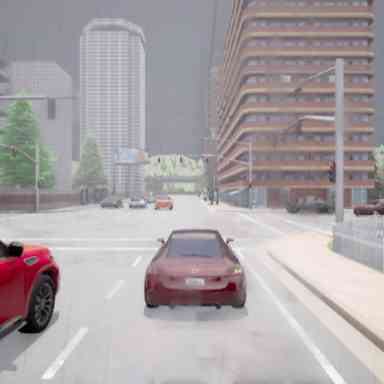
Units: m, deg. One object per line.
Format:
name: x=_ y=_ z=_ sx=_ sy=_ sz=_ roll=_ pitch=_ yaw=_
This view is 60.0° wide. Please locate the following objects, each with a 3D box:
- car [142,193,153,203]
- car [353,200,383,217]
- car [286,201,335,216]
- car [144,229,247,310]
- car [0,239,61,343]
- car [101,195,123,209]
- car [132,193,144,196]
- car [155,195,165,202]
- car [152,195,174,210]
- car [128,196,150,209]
car: x=-7.168 y=1.455 z=59.899 sx=2.128 sy=1.511 sz=4.902 roll=0 pitch=0 yaw=0
car: x=16.524 y=1.405 z=29.207 sx=5.008 sy=1.535 sz=1.882 roll=0 pitch=0 yaw=-20
car: x=11.384 y=1.526 z=31.474 sx=4.718 sy=1.301 sz=1.895 roll=0 pitch=0 yaw=-13
car: x=0.079 y=1.559 z=7.894 sx=1.994 sy=1.385 sz=4.181 roll=0 pitch=0 yaw=1
car: x=-3.438 y=1.219 z=3.612 sx=2.150 sy=2.045 sz=5.566 roll=0 pitch=0 yaw=0
car: x=-10.668 y=1.325 z=44.378 sx=2.097 sy=1.767 sz=4.553 roll=0 pitch=0 yaw=0
car: x=-10.626 y=1.183 z=66.567 sx=2.150 sy=2.045 sz=5.566 roll=0 pitch=0 yaw=0
car: x=-7.132 y=1.478 z=75.139 sx=1.812 sy=1.442 sz=4.674 roll=0 pitch=0 yaw=0
car: x=-3.476 y=1.326 z=42.744 sx=2.097 sy=1.767 sz=4.553 roll=0 pitch=0 yaw=0
car: x=-7.158 y=1.574 z=43.927 sx=1.895 sy=1.301 sz=4.718 roll=0 pitch=0 yaw=0
